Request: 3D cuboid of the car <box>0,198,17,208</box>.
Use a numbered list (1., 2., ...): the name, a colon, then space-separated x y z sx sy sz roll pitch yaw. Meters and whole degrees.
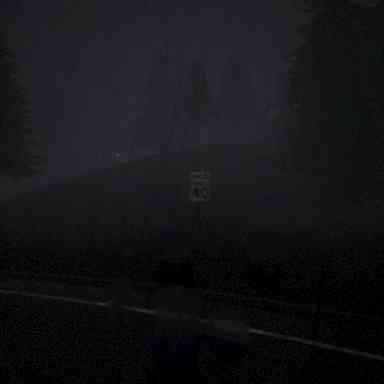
1. car: -27.867 1.613 48.536 1.882 1.535 5.008 -1 0 10
